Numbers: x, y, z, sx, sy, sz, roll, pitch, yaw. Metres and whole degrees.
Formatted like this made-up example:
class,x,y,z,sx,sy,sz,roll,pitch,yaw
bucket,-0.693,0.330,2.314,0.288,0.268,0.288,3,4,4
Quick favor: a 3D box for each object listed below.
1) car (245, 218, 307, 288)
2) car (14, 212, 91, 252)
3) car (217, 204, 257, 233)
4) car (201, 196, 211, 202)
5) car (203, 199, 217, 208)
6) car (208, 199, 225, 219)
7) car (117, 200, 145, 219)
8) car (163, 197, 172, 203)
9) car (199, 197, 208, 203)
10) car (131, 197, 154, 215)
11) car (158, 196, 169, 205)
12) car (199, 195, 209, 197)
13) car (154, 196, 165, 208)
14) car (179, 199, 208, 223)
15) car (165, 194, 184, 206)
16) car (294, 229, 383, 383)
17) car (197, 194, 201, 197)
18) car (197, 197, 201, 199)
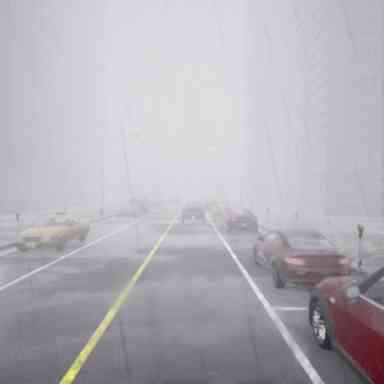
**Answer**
class,x,y,z,sx,sy,sz,roll,pitch,yaw
car,2.758,1.617,9.022,1.802,1.307,4.206,0,0,0
car,-5.768,1.580,14.282,1.752,1.417,4.829,0,0,0
car,2.756,1.622,19.872,1.887,1.381,4.507,0,0,0
car,2.353,1.649,41.847,1.882,1.535,5.008,0,0,0
car,2.749,1.765,52.422,1.887,1.381,4.507,0,0,0
car,2.754,1.648,30.892,1.752,1.417,4.829,0,0,0
car,-5.771,1.704,30.730,1.802,1.307,4.206,0,0,0
car,-5.779,1.926,79.564,1.802,1.307,4.206,0,0,0
car,2.746,1.910,79.548,1.947,1.339,4.313,0,0,0
car,-5.773,1.460,36.157,2.192,1.841,5.009,0,0,0
car,-5.778,1.736,68.712,1.967,1.590,4.097,0,0,0
car,2.749,1.797,63.442,1.752,1.417,4.829,0,0,0
car,-5.775,1.764,52.433,1.887,1.381,4.507,0,0,0
car,0.096,1.612,26.826,1.837,1.490,4.892,0,0,0
car,-3.040,1.477,59.569,2.150,2.045,5.566,0,0,1
car,2.759,1.454,3.598,1.967,1.590,4.097,0,0,0
car,2.747,1.611,68.698,2.192,1.841,5.009,0,0,0
car,0.073,1.752,45.648,1.994,1.385,4.181,0,0,0
